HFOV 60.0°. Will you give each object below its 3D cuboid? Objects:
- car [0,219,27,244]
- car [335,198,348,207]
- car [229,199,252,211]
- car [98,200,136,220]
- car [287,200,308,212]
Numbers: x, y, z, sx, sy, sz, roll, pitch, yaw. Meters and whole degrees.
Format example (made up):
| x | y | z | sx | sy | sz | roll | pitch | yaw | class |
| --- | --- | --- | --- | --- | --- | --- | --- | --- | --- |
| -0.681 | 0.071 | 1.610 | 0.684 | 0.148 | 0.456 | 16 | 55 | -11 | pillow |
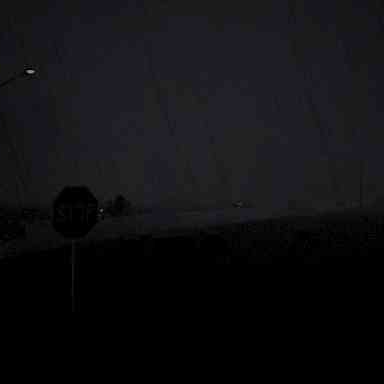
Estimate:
| x | y | z | sx | sy | sz | roll | pitch | yaw | class |
| --- | --- | --- | --- | --- | --- | --- | --- | --- | --- |
| -10.044 | 1.621 | 14.896 | 2.128 | 1.511 | 4.902 | 0 | -1 | 36 | car |
| 34.266 | 2.564 | 76.189 | 2.128 | 1.511 | 4.902 | 1 | 0 | 36 | car |
| 7.483 | 1.849 | 51.078 | 2.097 | 1.767 | 4.553 | 1 | -1 | 36 | car |
| -7.340 | 1.547 | 30.569 | 2.097 | 1.767 | 4.553 | 1 | -1 | 36 | car |
| 16.313 | 2.036 | 51.347 | 2.097 | 1.767 | 4.553 | 1 | 0 | 36 | car |
